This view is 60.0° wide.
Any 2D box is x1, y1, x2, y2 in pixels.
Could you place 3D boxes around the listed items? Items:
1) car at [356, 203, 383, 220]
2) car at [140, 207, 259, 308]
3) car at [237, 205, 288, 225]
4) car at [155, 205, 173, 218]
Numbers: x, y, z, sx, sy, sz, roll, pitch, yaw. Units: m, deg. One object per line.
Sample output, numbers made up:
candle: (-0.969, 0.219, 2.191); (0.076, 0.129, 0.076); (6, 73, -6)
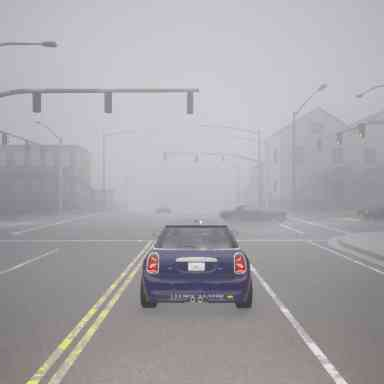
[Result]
car: (16.633, 1.547, 27.651); (5.357, 1.411, 2.033); (0, 0, -1)
car: (0.094, 1.352, 8.068); (2.097, 1.767, 4.553); (0, 0, 0)
car: (4.339, 1.588, 23.800); (4.718, 1.301, 1.895); (0, 0, -1)
car: (-3.551, 2.570, 42.552); (1.895, 1.301, 4.718); (0, -8, 0)
